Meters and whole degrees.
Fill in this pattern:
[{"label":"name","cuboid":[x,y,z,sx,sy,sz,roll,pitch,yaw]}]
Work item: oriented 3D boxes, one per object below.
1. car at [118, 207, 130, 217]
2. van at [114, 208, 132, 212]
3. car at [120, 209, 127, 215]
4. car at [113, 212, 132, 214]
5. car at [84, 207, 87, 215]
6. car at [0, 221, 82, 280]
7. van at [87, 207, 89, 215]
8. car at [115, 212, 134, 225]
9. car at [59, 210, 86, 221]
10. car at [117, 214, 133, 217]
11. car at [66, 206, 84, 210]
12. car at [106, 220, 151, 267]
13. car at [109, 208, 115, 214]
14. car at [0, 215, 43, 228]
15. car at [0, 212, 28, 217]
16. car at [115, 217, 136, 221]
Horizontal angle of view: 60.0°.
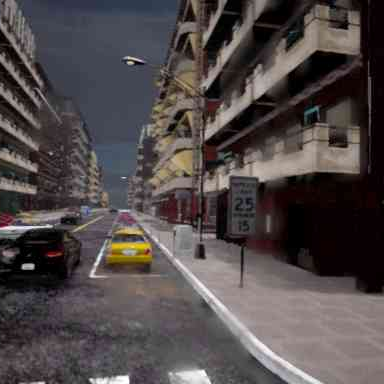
[{"label":"car","cuboid":[-14.078,4.139,68.562,2.192,1.841,5.009,3,-3,-12]},{"label":"van","cuboid":[-7.135,2.801,35.334,1.690,1.788,3.998,3,-3,-12]},{"label":"car","cuboid":[-17.560,5.097,85.161,1.802,1.307,4.206,3,-3,-12]},{"label":"car","cuboid":[-5.985,2.779,29.785,1.887,1.381,4.507,3,-3,-12]},{"label":"car","cuboid":[-21.128,3.813,61.312,2.008,1.369,4.403,3,-3,-12]},{"label":"car","cuboid":[-4.843,1.923,11.140,1.812,1.442,4.674,2,-3,-12]},{"label":"van","cuboid":[-23.435,4.062,72.399,1.690,1.788,3.998,3,-3,-12]},{"label":"car","cuboid":[-8.300,3.236,40.862,2.008,1.369,4.403,3,-3,-12]},{"label":"car","cuboid":[-13.339,2.941,36.834,1.895,1.301,4.718,2,-3,-11]},{"label":"car","cuboid":[-4.827,2.554,24.248,1.887,1.381,4.507,3,-3,-12]},{"label":"car","cuboid":[-19.962,3.350,55.787,2.192,1.841,5.009,3,-3,-12]},{"label":"car","cuboid":[-2.593,2.104,13.560,1.752,1.417,4.829,3,-3,-12]},{"label":"car","cuboid":[-20.366,4.935,85.441,1.837,1.490,4.892,2,-3,-12]},{"label":"car","cuboid":[-9.778,2.240,19.611,1.895,1.301,4.718,2,-3,-12]},{"label":"car","cuboid":[-13.027,2.221,22.548,1.887,1.381,4.507,3,-3,-12]},{"label":"car","cuboid":[-3.671,2.336,18.709,2.008,1.369,4.403,3,-3,-12]}]
